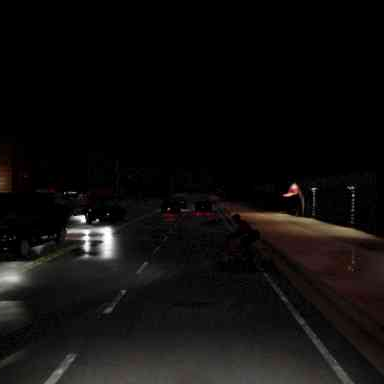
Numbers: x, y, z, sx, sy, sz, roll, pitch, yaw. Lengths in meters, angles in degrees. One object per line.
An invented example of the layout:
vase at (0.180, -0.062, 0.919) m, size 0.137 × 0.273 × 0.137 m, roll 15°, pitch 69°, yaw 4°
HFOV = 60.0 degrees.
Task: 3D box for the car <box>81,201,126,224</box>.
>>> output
car at (-6.326, 1.596, 24.692) m, size 1.895 × 1.301 × 4.718 m, roll 0°, pitch 0°, yaw 2°

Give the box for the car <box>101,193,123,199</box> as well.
car at (-22.000, 1.134, 92.689) m, size 4.605 × 1.855 × 1.932 m, roll 0°, pitch 0°, yaw 2°

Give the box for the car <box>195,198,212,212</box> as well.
car at (1.307, 1.484, 38.357) m, size 2.128 × 1.511 × 4.902 m, roll 0°, pitch 0°, yaw 2°

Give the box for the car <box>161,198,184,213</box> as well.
car at (-2.282, 1.496, 36.694) m, size 1.837 × 1.490 × 4.892 m, roll 0°, pitch 0°, yaw 2°

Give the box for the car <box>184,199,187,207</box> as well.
car at (-1.872, 1.538, 49.603) m, size 2.033 × 1.411 × 5.357 m, roll 0°, pitch 0°, yaw 2°

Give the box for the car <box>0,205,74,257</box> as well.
car at (-6.715, 1.475, 13.237) m, size 1.882 × 1.535 × 5.008 m, roll 0°, pitch 0°, yaw 2°

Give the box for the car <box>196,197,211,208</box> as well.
car at (1.652, 1.538, 48.795) m, size 2.033 × 1.411 × 5.357 m, roll 0°, pitch 0°, yaw 1°

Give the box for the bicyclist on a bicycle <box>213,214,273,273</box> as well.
bicyclist on a bicycle at (1.390, 1.430, 9.150) m, size 1.656 × 1.620 × 0.582 m, roll -1°, pitch 0°, yaw 2°

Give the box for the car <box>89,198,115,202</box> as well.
car at (-9.510, 1.557, 33.286) m, size 1.994 × 1.385 × 4.181 m, roll 0°, pitch 0°, yaw 3°

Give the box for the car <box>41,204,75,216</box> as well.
car at (-9.893, 1.543, 22.985) m, size 2.033 × 1.411 × 5.357 m, roll 0°, pitch 0°, yaw 2°
